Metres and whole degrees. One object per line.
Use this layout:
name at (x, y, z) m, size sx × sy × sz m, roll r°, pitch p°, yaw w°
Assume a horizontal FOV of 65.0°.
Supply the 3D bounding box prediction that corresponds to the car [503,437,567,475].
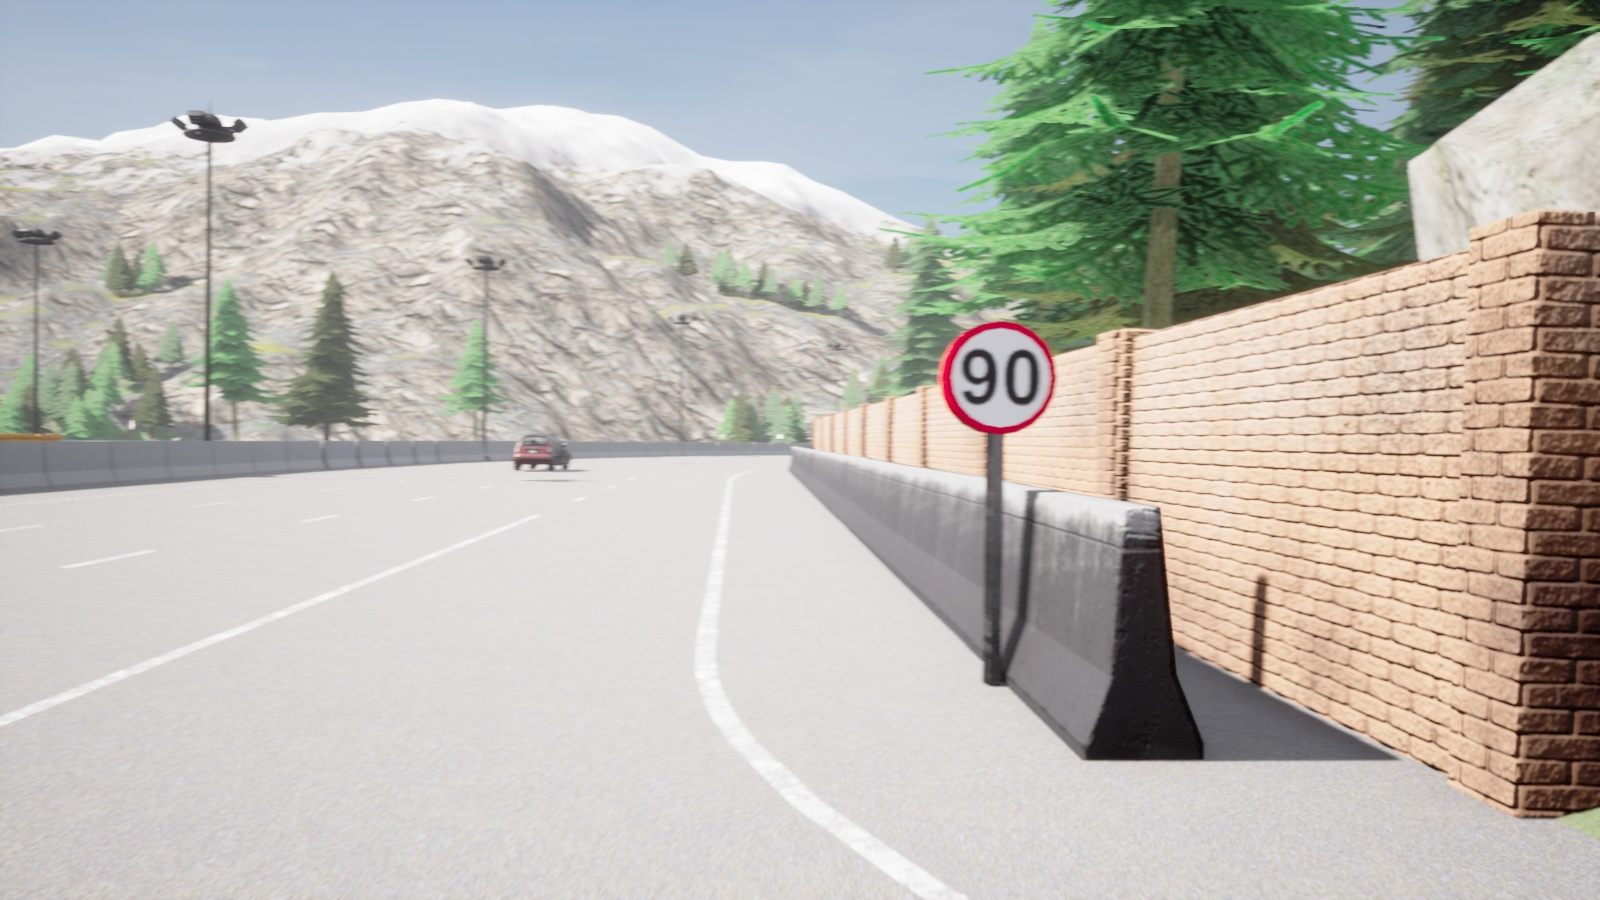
car at (-11.569, 0.247, 55.023) m, size 1.851 × 1.617 × 3.988 m, roll 0°, pitch 0°, yaw 2°
